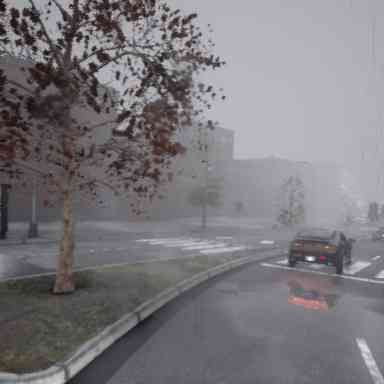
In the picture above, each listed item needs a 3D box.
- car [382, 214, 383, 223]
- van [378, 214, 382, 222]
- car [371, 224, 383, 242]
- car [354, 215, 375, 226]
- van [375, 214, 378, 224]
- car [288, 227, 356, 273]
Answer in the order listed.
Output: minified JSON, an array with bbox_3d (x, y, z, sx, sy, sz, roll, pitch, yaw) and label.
[{"bbox_3d":[46.478,6.503,81.828,2.435,2.045,5.566,1,-2,38],"label":"car"},{"bbox_3d":[39.683,5.987,72.964,1.878,1.987,4.442,1,-2,38],"label":"van"},{"bbox_3d":[18.186,4.005,31.028,1.994,1.385,4.181,1,-4,37],"label":"car"},{"bbox_3d":[32.998,5.415,64.241,2.435,2.045,5.566,1,-2,38],"label":"car"},{"bbox_3d":[36.312,5.713,68.567,1.878,1.987,4.442,1,-2,38],"label":"van"},{"bbox_3d":[5.196,2.163,13.190,1.837,1.490,4.892,1,-4,31],"label":"car"}]
